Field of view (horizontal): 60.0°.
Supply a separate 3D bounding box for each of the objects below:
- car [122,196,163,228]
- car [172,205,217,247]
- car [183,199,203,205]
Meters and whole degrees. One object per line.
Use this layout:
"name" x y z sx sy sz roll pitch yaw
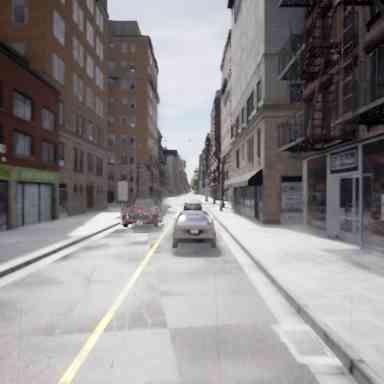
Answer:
"car" -3.011 1.144 21.088 2.097 1.767 4.553 0 0 0
"car" 0.093 1.534 14.934 2.033 1.411 5.357 0 0 0
"car" 0.083 1.470 33.866 2.128 1.511 4.902 0 0 0
